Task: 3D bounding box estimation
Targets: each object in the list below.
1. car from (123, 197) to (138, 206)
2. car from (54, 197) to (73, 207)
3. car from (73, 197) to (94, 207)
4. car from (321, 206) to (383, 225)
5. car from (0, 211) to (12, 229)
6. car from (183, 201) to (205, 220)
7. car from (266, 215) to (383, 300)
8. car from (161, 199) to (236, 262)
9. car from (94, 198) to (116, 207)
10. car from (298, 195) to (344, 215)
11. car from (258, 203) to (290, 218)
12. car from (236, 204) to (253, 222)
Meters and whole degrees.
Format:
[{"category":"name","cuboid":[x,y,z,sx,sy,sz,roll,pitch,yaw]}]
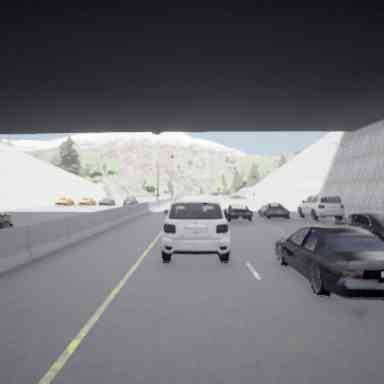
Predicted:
[{"category":"car","cuboid":[-10.425,1.602,56.564,2.128,1.511,4.902,0,0,1]},{"category":"car","cuboid":[-20.925,1.577,54.758,1.882,1.535,5.008,0,0,1]},{"category":"car","cuboid":[-17.428,1.580,55.178,1.882,1.535,5.008,0,0,1]},{"category":"car","cuboid":[7.119,1.538,13.294,1.837,1.490,4.892,0,0,0]},{"category":"car","cuboid":[-10.574,1.518,15.902,2.128,1.511,4.902,0,0,0]},{"category":"car","cuboid":[0.144,1.588,29.731,1.812,1.442,4.674,0,0,0]},{"category":"car","cuboid":[3.611,1.568,8.616,2.033,1.411,5.357,0,0,0]},{"category":"car","cuboid":[0.118,1.247,12.307,2.150,2.045,5.566,0,0,0]},{"category":"car","cuboid":[-13.926,1.652,54.790,2.033,1.411,5.357,0,0,1]},{"category":"car","cuboid":[10.652,1.287,27.792,2.150,2.045,5.566,0,0,0]},{"category":"car","cuboid":[7.156,1.630,29.373,1.994,1.385,4.181,0,0,0]},{"category":"car","cuboid":[3.650,1.660,27.136,1.895,1.301,4.718,0,0,0]}]
